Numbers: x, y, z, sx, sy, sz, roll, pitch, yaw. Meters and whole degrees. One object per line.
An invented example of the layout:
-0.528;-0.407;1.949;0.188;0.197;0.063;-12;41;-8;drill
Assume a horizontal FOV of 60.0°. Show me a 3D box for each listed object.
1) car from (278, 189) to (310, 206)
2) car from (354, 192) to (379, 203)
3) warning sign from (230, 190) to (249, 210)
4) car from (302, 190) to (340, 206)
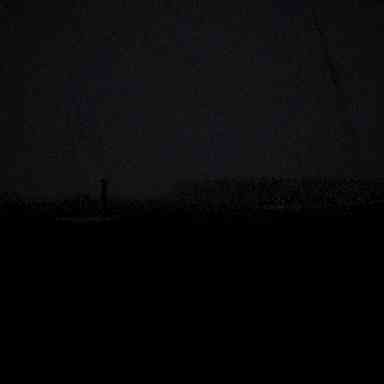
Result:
13.739;0.690;43.490;5.566;2.045;2.150;-1;-1;-34;car
25.311;0.774;48.040;4.674;1.442;1.812;-1;0;-35;car
4.393;0.722;30.673;1.060;1.860;1.300;0;-1;-35;warning sign
16.692;0.874;42.054;5.008;1.535;1.882;-1;-1;-34;car
